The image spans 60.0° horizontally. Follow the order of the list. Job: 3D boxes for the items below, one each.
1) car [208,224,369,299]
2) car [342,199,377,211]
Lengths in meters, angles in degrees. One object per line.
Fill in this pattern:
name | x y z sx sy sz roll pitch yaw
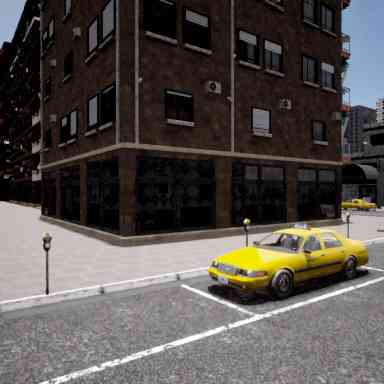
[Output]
car | 2.614 1.525 8.433 4.829 1.417 1.752 0 0 -36
car | 19.281 1.469 39.658 1.752 1.417 4.829 0 0 -35
